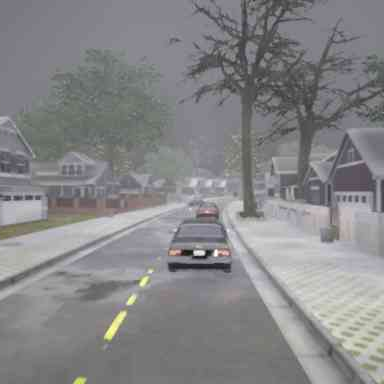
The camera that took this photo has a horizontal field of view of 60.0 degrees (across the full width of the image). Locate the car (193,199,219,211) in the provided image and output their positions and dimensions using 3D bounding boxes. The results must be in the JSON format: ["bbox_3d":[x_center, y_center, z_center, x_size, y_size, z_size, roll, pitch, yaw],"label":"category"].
[{"bbox_3d":[1.467,1.616,29.962,1.994,1.385,4.181,0,0,5],"label":"car"}]

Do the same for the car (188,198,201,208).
[{"bbox_3d":[0.649,1.586,49.663,2.033,1.411,5.357,0,0,8],"label":"car"}]

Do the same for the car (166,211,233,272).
[{"bbox_3d":[0.297,1.577,10.836,2.033,1.411,5.357,0,0,3],"label":"car"}]
